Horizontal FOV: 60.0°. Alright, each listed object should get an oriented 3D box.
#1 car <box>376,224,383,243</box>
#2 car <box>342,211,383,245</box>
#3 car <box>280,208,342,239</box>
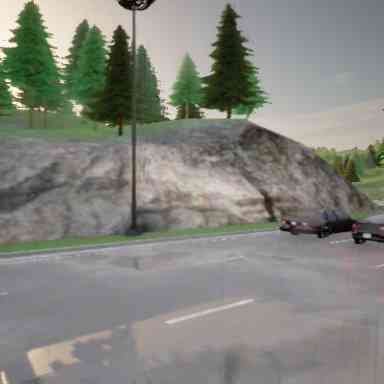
[{"bbox_3d":[6.934,1.560,8.688,4.181,1.385,1.994,0,0,-35],"label":"car"},{"bbox_3d":[8.655,1.519,14.213,4.674,1.442,1.812,0,0,-35],"label":"car"},{"bbox_3d":[6.873,1.541,17.243,5.357,1.411,2.033,0,0,-35],"label":"car"}]
